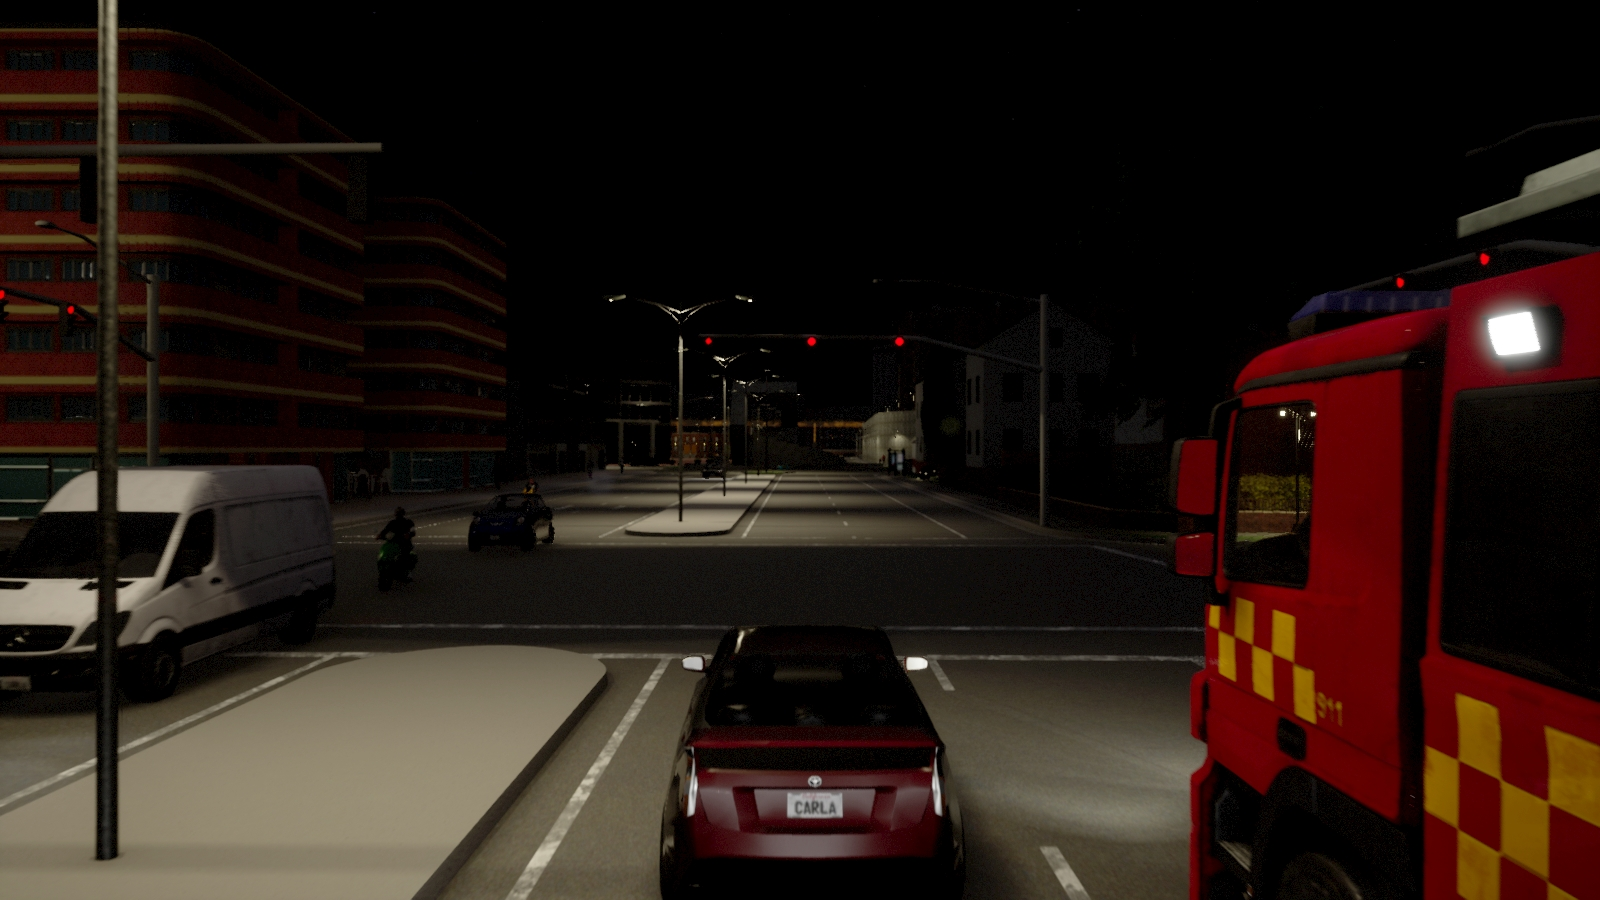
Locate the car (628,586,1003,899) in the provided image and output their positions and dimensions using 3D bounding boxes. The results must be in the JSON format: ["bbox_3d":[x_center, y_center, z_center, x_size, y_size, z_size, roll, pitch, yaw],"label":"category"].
[{"bbox_3d":[0.054,2.028,8.368,2.007,1.525,4.514,0,0,-1],"label":"car"}]

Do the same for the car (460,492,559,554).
[{"bbox_3d":[-8.032,1.979,31.882,1.845,1.501,3.633,0,0,0],"label":"car"}]

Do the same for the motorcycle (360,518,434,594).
[{"bbox_3d":[-8.013,2.081,22.800,0.856,1.341,1.805,0,0,0],"label":"motorcycle"}]

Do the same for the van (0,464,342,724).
[{"bbox_3d":[-8.023,1.496,14.578,1.988,2.561,5.915,0,0,0],"label":"van"}]
